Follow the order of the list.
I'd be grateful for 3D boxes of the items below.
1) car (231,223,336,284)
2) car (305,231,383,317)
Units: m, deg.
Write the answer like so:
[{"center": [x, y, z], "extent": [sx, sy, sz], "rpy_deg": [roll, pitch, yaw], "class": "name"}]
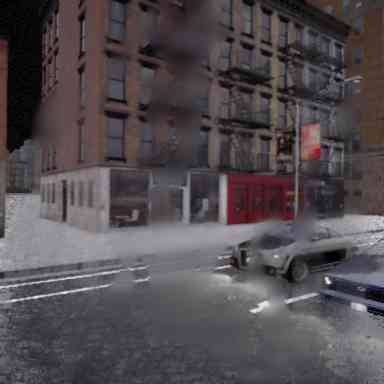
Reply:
[{"center": [3.162, 1.653, 9.931], "extent": [4.181, 1.385, 1.994], "rpy_deg": [1, 0, -36], "class": "car"}, {"center": [5.080, 1.637, 7.309], "extent": [5.357, 1.411, 2.033], "rpy_deg": [1, 0, -35], "class": "car"}]
